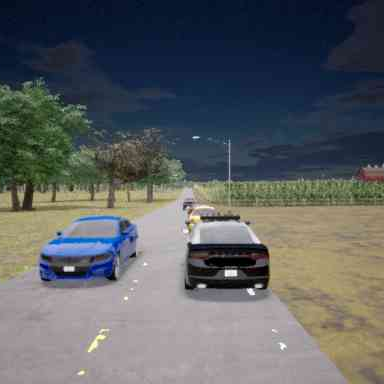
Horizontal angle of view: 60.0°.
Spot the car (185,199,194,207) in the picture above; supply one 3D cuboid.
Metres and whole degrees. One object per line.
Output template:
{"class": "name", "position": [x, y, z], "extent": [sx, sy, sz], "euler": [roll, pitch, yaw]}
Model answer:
{"class": "car", "position": [0.650, 1.537, 25.155], "extent": [1.882, 1.535, 5.008], "euler": [0, 0, 0]}

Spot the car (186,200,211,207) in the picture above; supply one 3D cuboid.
{"class": "car", "position": [0.691, 1.488, 19.341], "extent": [1.801, 1.575, 5.366], "euler": [0, 0, 0]}

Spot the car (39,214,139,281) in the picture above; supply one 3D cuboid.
{"class": "car", "position": [-2.818, 1.483, 10.071], "extent": [1.882, 1.535, 5.008], "euler": [0, 0, 0]}

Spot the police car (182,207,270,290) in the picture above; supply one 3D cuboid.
{"class": "police car", "position": [0.762, 1.430, 9.259], "extent": [1.930, 1.638, 5.238], "euler": [0, 0, 0]}

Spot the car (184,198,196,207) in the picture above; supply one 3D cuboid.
{"class": "car", "position": [-0.421, 1.879, 60.017], "extent": [2.033, 1.411, 5.357], "euler": [0, 0, 0]}

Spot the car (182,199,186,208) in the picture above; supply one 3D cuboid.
{"class": "car", "position": [-0.313, 1.723, 46.193], "extent": [1.837, 1.490, 4.892], "euler": [0, -1, 0]}
